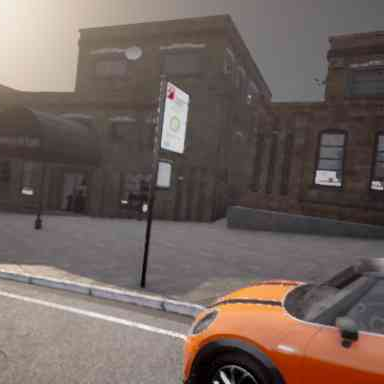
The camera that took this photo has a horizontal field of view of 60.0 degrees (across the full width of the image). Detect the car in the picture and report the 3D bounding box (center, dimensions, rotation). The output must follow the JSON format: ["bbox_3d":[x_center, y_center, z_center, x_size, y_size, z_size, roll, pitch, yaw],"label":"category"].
[{"bbox_3d":[2.156,1.484,3.439,4.553,1.767,2.097,1,-1,29],"label":"car"}]
